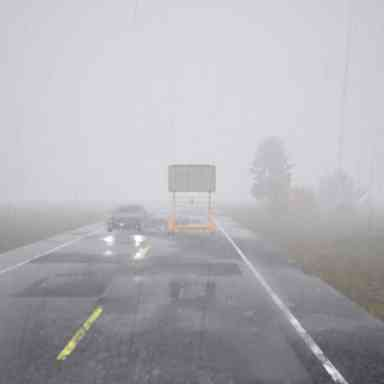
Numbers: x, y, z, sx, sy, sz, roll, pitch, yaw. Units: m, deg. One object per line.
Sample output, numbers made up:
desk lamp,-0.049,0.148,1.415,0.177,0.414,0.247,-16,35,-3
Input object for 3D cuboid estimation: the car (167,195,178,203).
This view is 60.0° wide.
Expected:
car,-3.529,1.276,62.131,1.837,1.490,4.892,0,0,1

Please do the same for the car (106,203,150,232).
car,-3.599,1.424,19.408,1.837,1.490,4.892,0,0,0

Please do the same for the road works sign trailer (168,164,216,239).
road works sign trailer,0.000,0.395,16.775,2.380,3.560,2.880,0,0,0
